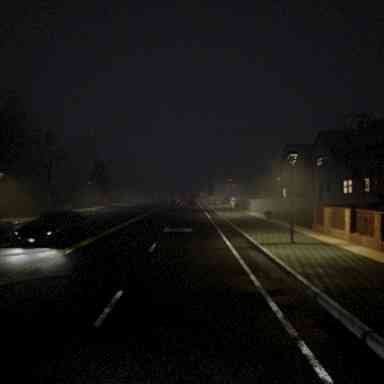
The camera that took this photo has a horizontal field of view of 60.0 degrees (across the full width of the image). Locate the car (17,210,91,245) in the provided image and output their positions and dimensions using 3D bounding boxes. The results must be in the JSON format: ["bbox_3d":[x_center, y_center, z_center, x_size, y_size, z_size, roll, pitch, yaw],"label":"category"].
[{"bbox_3d":[-6.537,1.608,16.245,2.033,1.411,5.357,0,0,1],"label":"car"}]

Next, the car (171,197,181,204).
[{"bbox_3d":[-3.239,1.765,69.200,1.895,1.301,4.718,0,0,0],"label":"car"}]

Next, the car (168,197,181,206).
[{"bbox_3d":[-3.240,1.848,59.079,1.895,1.301,4.718,0,0,0],"label":"car"}]

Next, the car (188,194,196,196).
[{"bbox_3d":[0.011,1.418,68.437,2.150,2.045,5.566,0,0,0],"label":"car"}]

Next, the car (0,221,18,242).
[{"bbox_3d":[-9.802,1.653,14.256,1.895,1.301,4.718,0,0,0],"label":"car"}]

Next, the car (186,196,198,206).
[{"bbox_3d":[0.009,1.810,58.489,1.994,1.385,4.181,0,0,0],"label":"car"}]
